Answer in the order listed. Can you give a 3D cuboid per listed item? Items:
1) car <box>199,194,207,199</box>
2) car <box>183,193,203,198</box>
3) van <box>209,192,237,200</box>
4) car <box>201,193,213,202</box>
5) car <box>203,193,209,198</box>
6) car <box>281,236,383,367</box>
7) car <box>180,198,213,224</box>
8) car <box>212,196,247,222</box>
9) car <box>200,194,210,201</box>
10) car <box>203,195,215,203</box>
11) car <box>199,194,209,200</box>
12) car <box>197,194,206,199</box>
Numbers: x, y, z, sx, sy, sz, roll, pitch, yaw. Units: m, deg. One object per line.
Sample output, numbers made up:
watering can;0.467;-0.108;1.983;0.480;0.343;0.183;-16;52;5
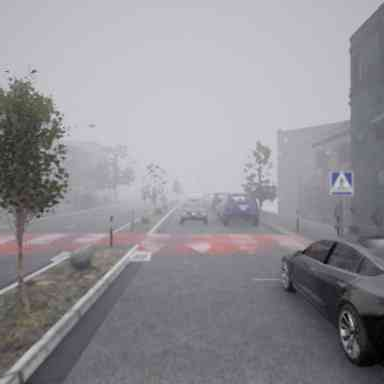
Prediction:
car;2.917;1.222;88.427;2.002;1.452;4.674;0;0;-1
car;0.119;1.244;41.025;1.837;1.490;4.892;0;1;0
van;3.013;1.025;33.313;1.878;1.987;4.442;0;0;0
car;3.028;1.038;66.419;2.185;1.767;4.553;0;0;0
car;3.020;1.066;49.728;2.185;1.767;4.553;0;0;0
car;3.000;1.469;5.745;2.163;1.488;4.792;0;0;0
car;0.112;1.379;23.012;2.033;1.411;5.357;0;0;0
car;3.010;1.322;27.672;2.002;1.452;4.674;0;0;0
car;3.033;1.152;77.360;2.231;1.521;4.892;0;0;0
car;3.025;1.211;60.925;2.002;1.452;4.674;0;0;0
car;3.027;1.158;82.880;2.231;1.521;4.892;0;0;0
car;2.687;1.211;93.971;2.097;1.535;5.008;0;0;-2
